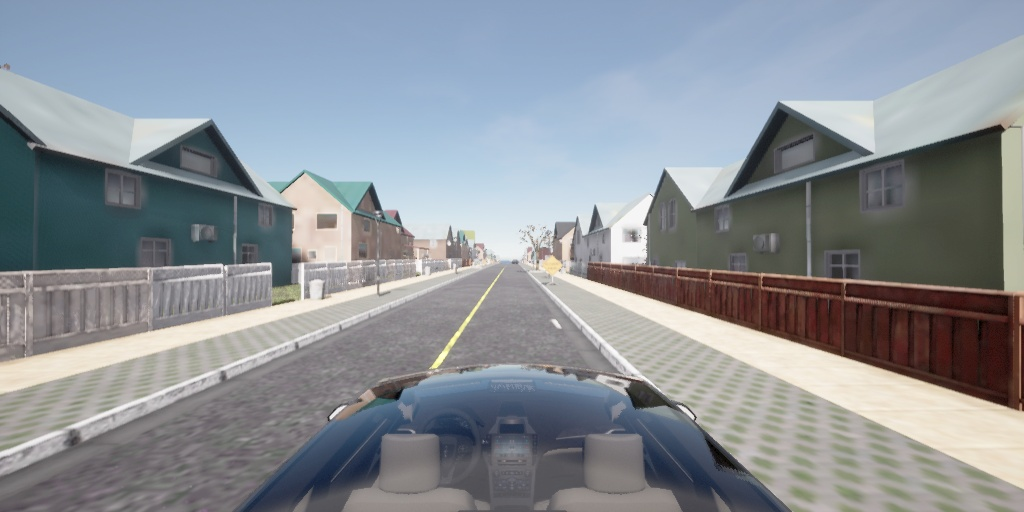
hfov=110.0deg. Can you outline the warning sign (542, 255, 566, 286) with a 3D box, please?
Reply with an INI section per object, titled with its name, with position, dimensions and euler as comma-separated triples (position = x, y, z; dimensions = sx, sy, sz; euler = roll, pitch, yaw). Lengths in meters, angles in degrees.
[warning sign]
position = 2.518, 0.880, 22.238
dimensions = 1.300, 1.860, 1.060
euler = 0, 0, 0
